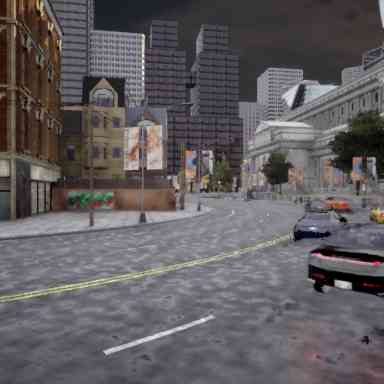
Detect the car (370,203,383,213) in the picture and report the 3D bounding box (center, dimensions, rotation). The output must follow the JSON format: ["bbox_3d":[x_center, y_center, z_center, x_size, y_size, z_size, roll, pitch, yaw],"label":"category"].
[{"bbox_3d":[13.549,1.447,23.086,1.801,1.575,5.366,0,0,22],"label":"car"}]

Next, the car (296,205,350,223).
[{"bbox_3d":[6.339,1.555,16.113,1.994,1.385,4.181,0,0,33],"label":"car"}]

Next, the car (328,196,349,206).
[{"bbox_3d":[16.984,1.330,39.758,2.097,1.767,4.553,0,0,4],"label":"car"}]

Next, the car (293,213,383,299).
[{"bbox_3d":[4.444,1.488,7.874,2.128,1.511,4.902,0,0,43],"label":"car"}]

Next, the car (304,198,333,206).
[{"bbox_3d":[13.087,1.544,35.151,1.994,1.385,4.181,0,0,9],"label":"car"}]
